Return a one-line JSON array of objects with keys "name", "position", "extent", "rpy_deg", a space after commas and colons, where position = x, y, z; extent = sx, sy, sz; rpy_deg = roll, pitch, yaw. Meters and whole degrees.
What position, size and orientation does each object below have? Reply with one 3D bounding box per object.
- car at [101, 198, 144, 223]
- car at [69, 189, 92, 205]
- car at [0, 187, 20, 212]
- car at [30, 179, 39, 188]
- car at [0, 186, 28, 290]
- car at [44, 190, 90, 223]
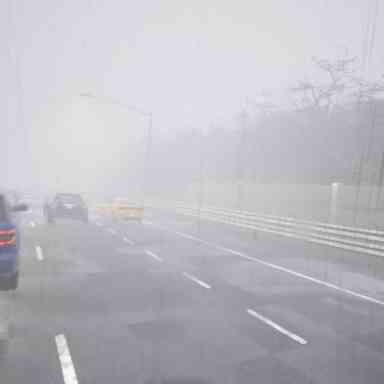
[{"name": "car", "position": [-4.710, 1.116, 22.128], "extent": [1.882, 1.535, 5.008], "rpy_deg": [4, 0, -27]}, {"name": "car", "position": [-12.855, 0.527, 38.176], "extent": [1.812, 1.442, 4.674], "rpy_deg": [4, 0, -27]}, {"name": "car", "position": [-13.562, 0.455, 24.123], "extent": [1.837, 1.490, 4.892], "rpy_deg": [4, 0, -27]}, {"name": "car", "position": [-40.746, -1.896, 86.162], "extent": [1.812, 1.442, 4.674], "rpy_deg": [4, 1, -26]}, {"name": "car", "position": [-5.146, 0.823, 7.680], "extent": [2.150, 2.045, 5.566], "rpy_deg": [4, 0, -27]}, {"name": "car", "position": [-7.537, 0.770, 19.783], "extent": [2.097, 1.767, 4.553], "rpy_deg": [4, 0, -27]}]
